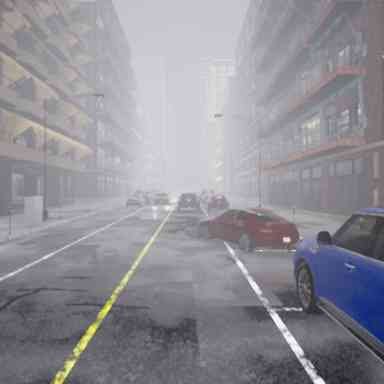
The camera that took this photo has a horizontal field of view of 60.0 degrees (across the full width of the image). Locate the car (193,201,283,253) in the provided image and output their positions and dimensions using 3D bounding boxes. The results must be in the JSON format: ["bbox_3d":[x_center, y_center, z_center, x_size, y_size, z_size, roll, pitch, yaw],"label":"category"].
[{"bbox_3d":[1.992,1.307,12.661,1.812,1.442,4.674,0,1,-26],"label":"car"}]

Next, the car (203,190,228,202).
[{"bbox_3d":[2.329,0.909,30.939,1.967,1.590,4.097,1,1,-1],"label":"car"}]

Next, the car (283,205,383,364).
[{"bbox_3d":[3.057,1.155,4.143,2.150,2.045,5.566,0,1,-1],"label":"car"}]

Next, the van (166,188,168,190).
[{"bbox_3d":[-6.523,0.140,69.557,1.690,1.788,3.998,1,1,-1],"label":"van"}]

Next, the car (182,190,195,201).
[{"bbox_3d":[-0.550,0.568,52.762,1.882,1.535,5.008,0,1,-1],"label":"car"}]

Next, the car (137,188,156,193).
[{"bbox_3d":[-6.184,0.596,41.860,2.192,1.841,5.009,1,1,-1],"label":"car"}]

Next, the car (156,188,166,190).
[{"bbox_3d":[-6.387,0.307,58.478,2.192,1.841,5.009,1,1,-1],"label":"car"}]

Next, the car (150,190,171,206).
[{"bbox_3d":[-3.580,0.814,40.166,1.837,1.490,4.892,0,1,-1],"label":"car"}]

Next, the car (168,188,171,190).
[{"bbox_3d":[-6.794,-0.274,91.713,2.192,1.841,5.009,1,1,-1],"label":"car"}]

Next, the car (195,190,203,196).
[{"bbox_3d":[1.717,0.147,80.794,1.887,1.381,4.507,1,1,-1],"label":"car"}]

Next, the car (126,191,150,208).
[{"bbox_3d":[-6.121,0.927,36.325,2.008,1.369,4.403,1,1,-1],"label":"car"}]

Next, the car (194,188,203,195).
[{"bbox_3d":[1.653,-0.180,86.330,2.192,1.841,5.009,1,1,-1],"label":"car"}]

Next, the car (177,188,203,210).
[{"bbox_3d":[-0.310,0.793,32.477,2.097,1.767,4.553,0,1,0],"label":"car"}]

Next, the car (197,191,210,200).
[{"bbox_3d":[1.988,0.539,58.637,2.008,1.369,4.403,1,1,-1],"label":"car"}]

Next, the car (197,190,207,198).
[{"bbox_3d":[1.918,0.415,64.346,1.752,1.417,4.829,1,1,-1],"label":"car"}]
